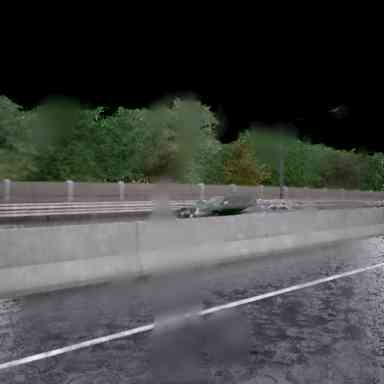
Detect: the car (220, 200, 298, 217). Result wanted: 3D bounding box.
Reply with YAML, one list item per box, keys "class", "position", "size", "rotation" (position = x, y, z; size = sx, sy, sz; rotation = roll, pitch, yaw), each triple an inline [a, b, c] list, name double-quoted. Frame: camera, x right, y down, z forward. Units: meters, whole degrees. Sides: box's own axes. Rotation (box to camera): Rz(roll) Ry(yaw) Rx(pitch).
- class: "car"
  position: [4.380, 1.450, 20.010]
  size: [4.902, 1.511, 2.128]
  rotation: [0, 0, -35]

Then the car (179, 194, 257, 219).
- class: "car"
  position: [2.225, 1.180, 22.773]
  size: [5.566, 2.045, 2.150]
  rotation: [0, 0, -35]

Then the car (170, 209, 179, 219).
- class: "car"
  position: [0.954, 1.505, 26.165]
  size: [5.357, 1.411, 2.033]
  rotation: [0, 0, -35]
